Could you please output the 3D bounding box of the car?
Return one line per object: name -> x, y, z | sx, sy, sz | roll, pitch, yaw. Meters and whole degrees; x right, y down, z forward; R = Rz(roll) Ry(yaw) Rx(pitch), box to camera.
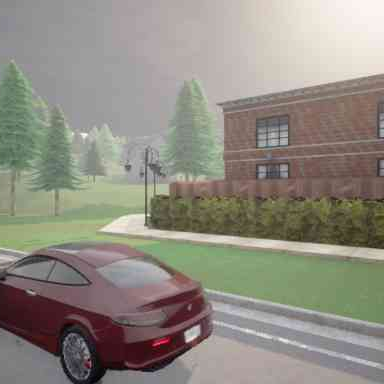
car -> -1.858, 1.526, 5.314 | 4.674, 1.442, 1.812 | 0, 0, 36
